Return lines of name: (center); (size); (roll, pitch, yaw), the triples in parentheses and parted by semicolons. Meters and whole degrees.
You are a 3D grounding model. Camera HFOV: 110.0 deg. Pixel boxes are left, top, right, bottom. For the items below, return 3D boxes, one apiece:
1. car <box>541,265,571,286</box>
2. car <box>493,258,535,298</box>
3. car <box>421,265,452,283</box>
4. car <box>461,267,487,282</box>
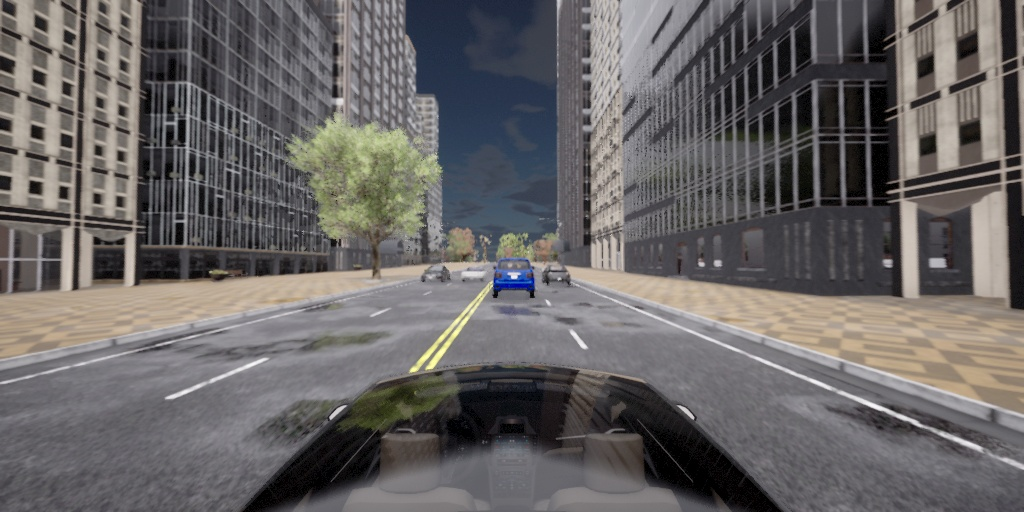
car: (3.358, 1.448, 27.861); (2.128, 1.511, 4.902); (0, 0, 0)
car: (0.104, 1.116, 19.919); (2.150, 2.045, 5.566); (0, 0, 0)
car: (-6.516, 1.507, 31.115); (1.812, 1.442, 4.674); (0, -1, 1)
car: (-3.259, 1.585, 31.471); (1.895, 1.301, 4.718); (0, 0, 0)
